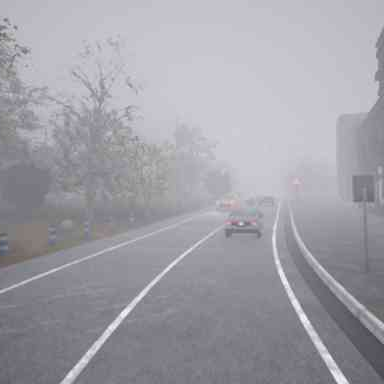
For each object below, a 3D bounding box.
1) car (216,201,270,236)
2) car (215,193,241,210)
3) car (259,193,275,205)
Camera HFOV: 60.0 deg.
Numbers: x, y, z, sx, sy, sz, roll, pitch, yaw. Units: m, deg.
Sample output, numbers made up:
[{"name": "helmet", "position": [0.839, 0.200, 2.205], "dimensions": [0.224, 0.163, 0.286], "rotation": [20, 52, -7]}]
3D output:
[{"name": "car", "position": [2.940, 1.497, 18.055], "dimensions": [2.033, 1.411, 5.357], "rotation": [-1, 1, 14]}, {"name": "car", "position": [3.749, 0.985, 34.221], "dimensions": [2.097, 1.767, 4.553], "rotation": [-1, 1, 16]}, {"name": "car", "position": [9.408, 0.865, 41.841], "dimensions": [1.812, 1.442, 4.674], "rotation": [-2, 0, 15]}]
